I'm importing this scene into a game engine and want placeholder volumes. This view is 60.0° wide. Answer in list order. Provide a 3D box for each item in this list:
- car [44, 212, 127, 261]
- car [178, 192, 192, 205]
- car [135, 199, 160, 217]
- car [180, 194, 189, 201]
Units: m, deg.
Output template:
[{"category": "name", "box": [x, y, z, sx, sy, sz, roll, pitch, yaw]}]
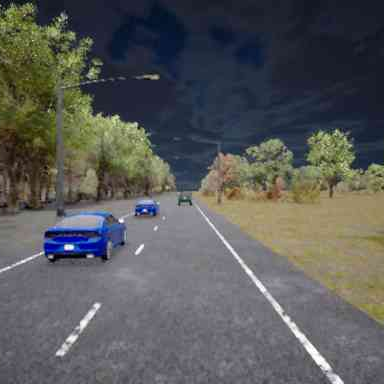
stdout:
[{"category": "car", "box": [-3.655, 1.458, 12.212, 1.882, 1.535, 5.008, 0, 0, -1]}, {"category": "car", "box": [-1.120, 1.031, 53.852, 2.150, 2.045, 5.566, 0, 0, -1]}, {"category": "car", "box": [-4.086, 1.392, 30.829, 1.882, 1.535, 5.008, 0, 0, -1]}, {"category": "car", "box": [-1.667, 1.222, 73.297, 1.882, 1.535, 5.008, 0, 0, -1]}]
